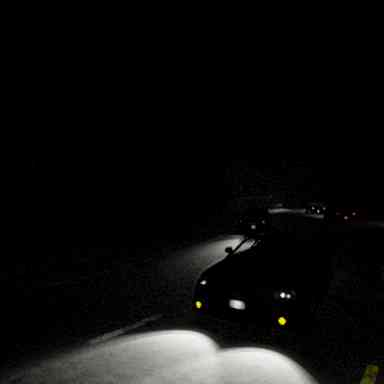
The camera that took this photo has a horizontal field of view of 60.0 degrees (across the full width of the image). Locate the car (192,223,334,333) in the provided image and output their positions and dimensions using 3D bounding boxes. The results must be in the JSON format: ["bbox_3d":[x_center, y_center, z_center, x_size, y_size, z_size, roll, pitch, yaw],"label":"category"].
[{"bbox_3d":[1.729,1.625,7.029,1.994,1.385,4.181,0,0,31],"label":"car"}]

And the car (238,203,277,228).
[{"bbox_3d":[3.986,1.666,20.583,2.128,1.511,4.902,0,0,15],"label":"car"}]

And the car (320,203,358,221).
[{"bbox_3d":[13.246,1.881,29.976,1.895,1.301,4.718,0,0,10],"label":"car"}]

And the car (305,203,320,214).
[{"bbox_3d":[15.208,1.976,41.228,1.895,1.301,4.718,0,0,10],"label":"car"}]

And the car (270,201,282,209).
[{"bbox_3d":[13.983,2.082,55.450,1.895,1.301,4.718,0,0,10],"label":"car"}]
